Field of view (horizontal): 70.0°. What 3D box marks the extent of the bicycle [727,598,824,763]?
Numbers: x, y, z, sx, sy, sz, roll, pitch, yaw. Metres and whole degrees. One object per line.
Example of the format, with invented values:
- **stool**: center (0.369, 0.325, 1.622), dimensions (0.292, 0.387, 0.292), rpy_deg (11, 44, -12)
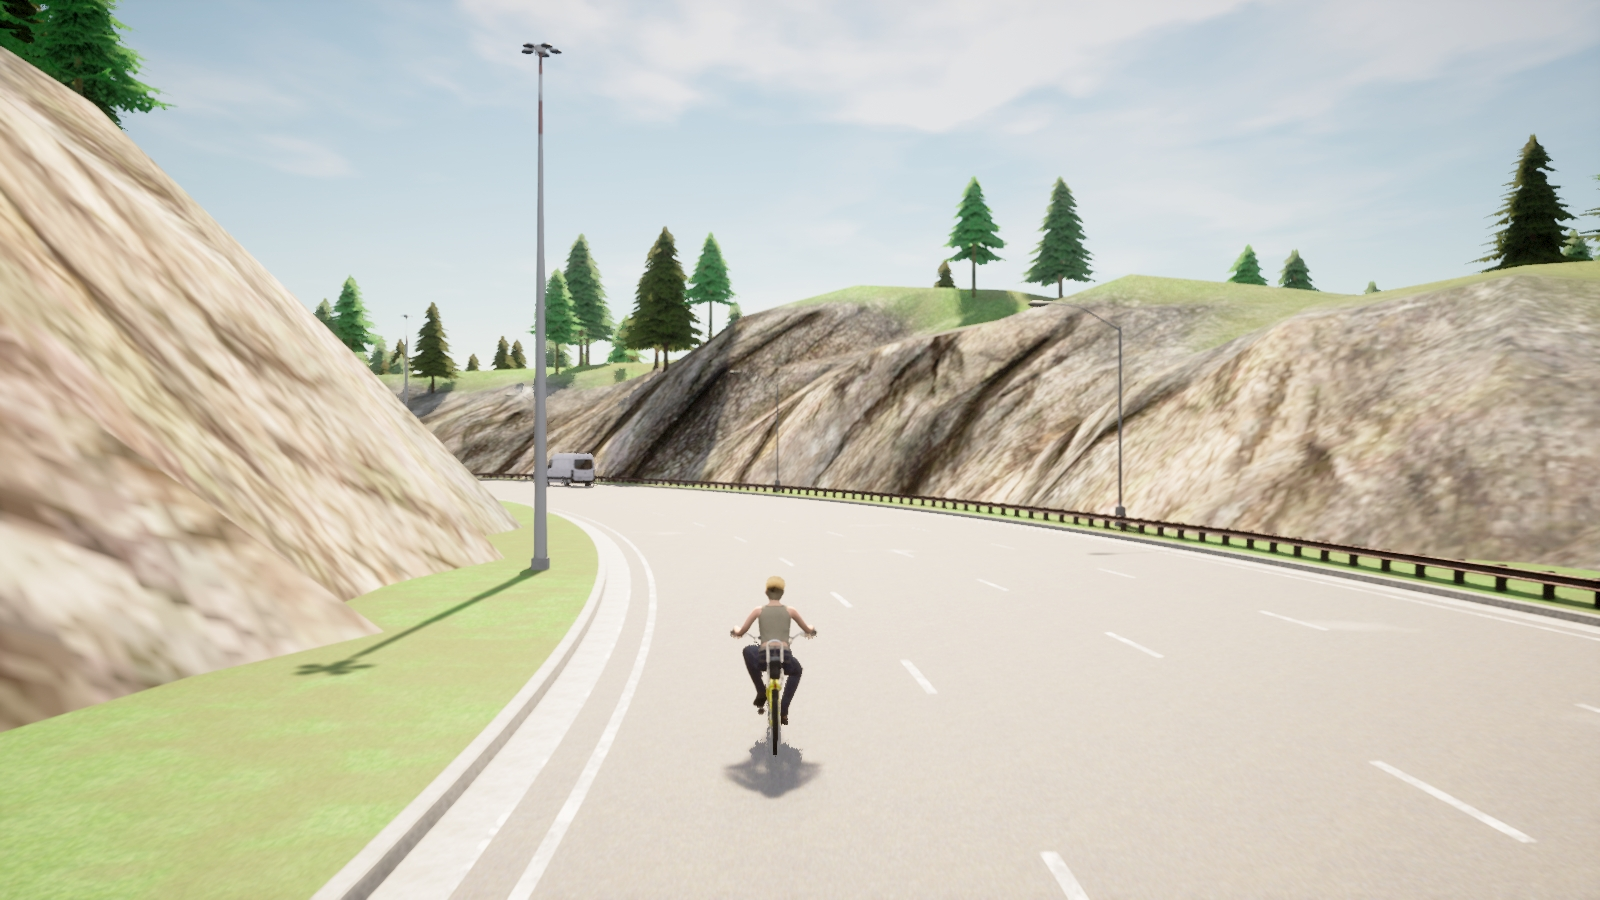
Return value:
- **bicycle**: center (-0.248, 2.156, 10.948), dimensions (0.859, 1.276, 1.487), rpy_deg (0, 0, -2)
